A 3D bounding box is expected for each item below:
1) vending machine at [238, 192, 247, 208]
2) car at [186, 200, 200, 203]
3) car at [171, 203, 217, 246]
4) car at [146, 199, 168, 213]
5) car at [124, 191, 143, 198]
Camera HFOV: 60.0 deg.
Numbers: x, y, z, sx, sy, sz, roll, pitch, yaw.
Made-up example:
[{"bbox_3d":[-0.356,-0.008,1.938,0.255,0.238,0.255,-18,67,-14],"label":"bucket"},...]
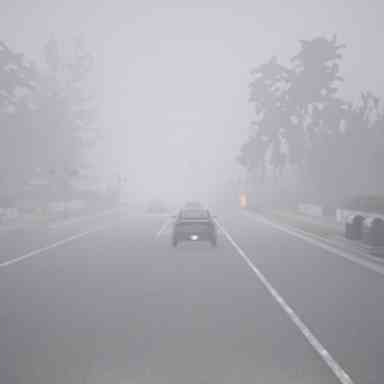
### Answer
[{"bbox_3d":[6.875,1.109,45.205,1.100,2.100,0.880,0,0,0],"label":"vending machine"},{"bbox_3d":[0.097,1.504,32.379,1.994,1.385,4.181,0,0,0],"label":"car"},{"bbox_3d":[0.099,1.481,15.150,1.837,1.490,4.892,0,0,0],"label":"car"},{"bbox_3d":[-3.598,1.459,35.402,1.812,1.442,4.674,0,0,0],"label":"car"},{"bbox_3d":[-13.304,0.800,75.635,2.150,2.045,5.566,0,-1,-43],"label":"car"}]
